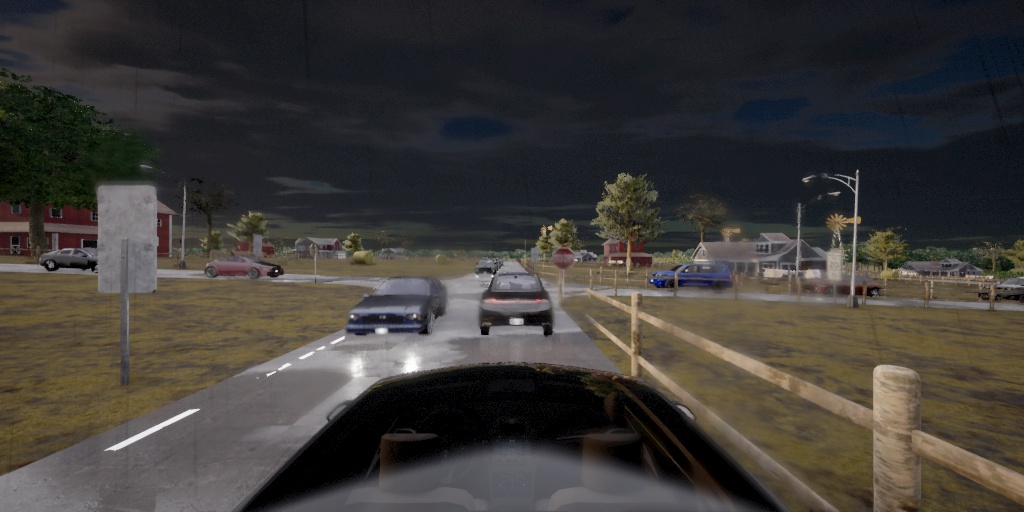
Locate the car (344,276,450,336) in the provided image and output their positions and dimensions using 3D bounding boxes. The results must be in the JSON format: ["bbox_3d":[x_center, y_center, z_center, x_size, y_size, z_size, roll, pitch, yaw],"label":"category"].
[{"bbox_3d":[-3.024,1.302,10.690,2.033,1.411,5.357,0,0,-2],"label":"car"}]

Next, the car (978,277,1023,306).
[{"bbox_3d":[37.556,2.540,25.963,5.566,2.045,2.150,3,0,0],"label":"car"}]

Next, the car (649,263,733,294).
[{"bbox_3d":[12.923,1.539,25.998,5.566,2.045,2.150,2,0,0],"label":"car"}]

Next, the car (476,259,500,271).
[{"bbox_3d":[-2.785,1.133,39.674,2.097,1.767,4.553,0,0,0],"label":"car"}]

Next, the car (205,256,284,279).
[{"bbox_3d":[-17.124,0.716,23.056,4.181,1.385,1.994,2,0,0],"label":"car"}]

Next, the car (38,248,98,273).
[{"bbox_3d":[-27.179,0.271,23.063,4.902,1.511,2.128,2,0,0],"label":"car"}]

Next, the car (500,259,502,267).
[{"bbox_3d":[-2.757,1.297,49.575,1.837,1.490,4.892,0,0,0],"label":"car"}]

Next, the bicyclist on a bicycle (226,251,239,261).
[{"bbox_3d":[-22.572,0.419,29.046,0.582,1.620,1.656,2,0,0],"label":"bicyclist on a bicycle"}]

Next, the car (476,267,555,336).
[{"bbox_3d":[0.112,1.246,10.408,2.128,1.511,4.902,0,0,0],"label":"car"}]

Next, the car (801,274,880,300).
[{"bbox_3d":[23.659,2.097,25.987,4.553,1.767,2.097,2,0,0],"label":"car"}]

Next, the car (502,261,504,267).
[{"bbox_3d":[-2.732,1.357,59.864,2.033,1.411,5.357,0,0,1],"label":"car"}]
